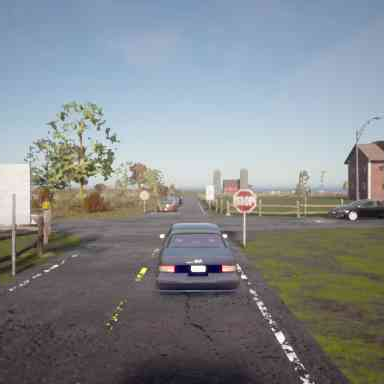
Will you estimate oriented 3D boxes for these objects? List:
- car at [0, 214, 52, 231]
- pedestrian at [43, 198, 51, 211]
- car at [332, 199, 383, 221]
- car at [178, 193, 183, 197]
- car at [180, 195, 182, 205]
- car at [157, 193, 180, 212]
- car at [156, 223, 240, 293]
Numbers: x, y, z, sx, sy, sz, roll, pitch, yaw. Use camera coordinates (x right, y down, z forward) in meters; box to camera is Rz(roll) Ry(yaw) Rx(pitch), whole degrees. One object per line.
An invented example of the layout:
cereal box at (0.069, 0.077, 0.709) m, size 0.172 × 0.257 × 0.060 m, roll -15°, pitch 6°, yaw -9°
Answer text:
car at (-11.715, 1.756, 21.548) m, size 4.718 × 1.301 × 1.895 m, roll -1°, pitch 0°, yaw 5°
pedestrian at (-12.183, 1.412, 27.790) m, size 0.375 × 1.860 × 0.375 m, roll 0°, pitch 1°, yaw 0°
car at (12.941, 1.285, 24.592) m, size 4.892 × 1.490 × 1.837 m, roll -1°, pitch 0°, yaw 0°
car at (-2.879, 1.217, 59.193) m, size 2.150 × 2.045 × 5.566 m, roll 0°, pitch 0°, yaw 0°
car at (-2.882, 1.522, 48.893) m, size 1.812 × 1.442 × 4.674 m, roll 0°, pitch 0°, yaw 1°
car at (-2.880, 1.349, 38.843) m, size 2.097 × 1.767 × 4.553 m, roll 0°, pitch 0°, yaw 0°
car at (0.067, 1.546, 9.001) m, size 2.033 × 1.411 × 5.357 m, roll 0°, pitch 0°, yaw -1°
